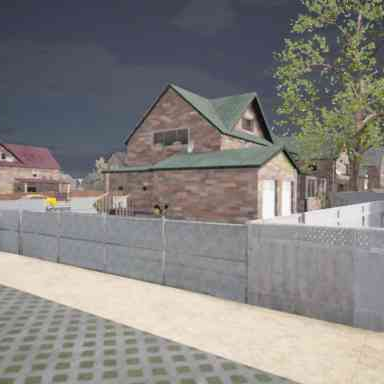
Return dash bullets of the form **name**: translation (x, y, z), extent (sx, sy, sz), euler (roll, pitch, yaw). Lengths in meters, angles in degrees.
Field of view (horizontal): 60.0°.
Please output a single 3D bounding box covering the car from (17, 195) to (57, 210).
- **car**: translation (-15.644, 1.041, 32.088), extent (1.882, 1.535, 5.008), euler (1, 2, 35)
